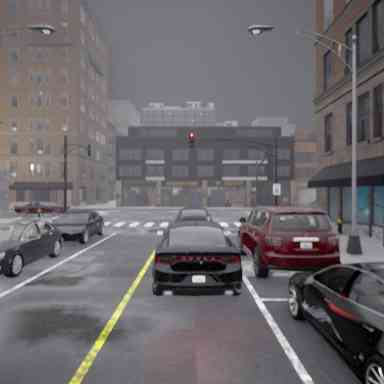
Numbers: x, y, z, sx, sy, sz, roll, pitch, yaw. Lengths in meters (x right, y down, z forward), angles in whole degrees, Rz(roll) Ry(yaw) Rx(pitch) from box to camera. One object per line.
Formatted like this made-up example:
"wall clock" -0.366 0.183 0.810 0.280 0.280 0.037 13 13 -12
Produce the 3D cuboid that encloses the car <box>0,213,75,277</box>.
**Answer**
"car" -5.393 1.547 10.039 2.008 1.369 4.403 0 0 0

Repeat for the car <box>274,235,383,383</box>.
"car" 2.635 1.564 4.380 1.947 1.339 4.313 0 0 0

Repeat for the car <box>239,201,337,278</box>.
"car" 2.632 1.311 10.042 2.192 1.841 5.009 0 0 0

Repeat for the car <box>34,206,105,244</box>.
"car" -5.396 1.560 15.701 1.947 1.339 4.313 0 0 0

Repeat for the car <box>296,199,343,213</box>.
"car" 14.473 1.593 38.031 4.674 1.442 1.812 0 0 0

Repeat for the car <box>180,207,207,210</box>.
"car" 0.073 1.499 16.367 1.837 1.490 4.892 0 0 0

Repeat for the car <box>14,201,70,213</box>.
"car" -13.842 1.530 31.208 4.718 1.301 1.895 0 0 0

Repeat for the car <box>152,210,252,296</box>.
"car" 0.070 1.474 8.681 1.882 1.535 5.008 0 0 -1
